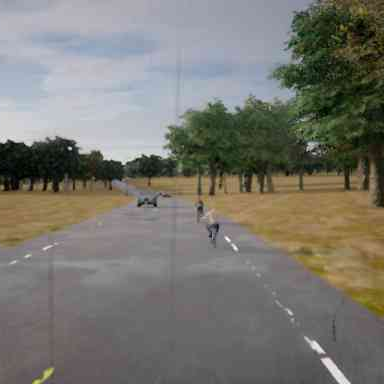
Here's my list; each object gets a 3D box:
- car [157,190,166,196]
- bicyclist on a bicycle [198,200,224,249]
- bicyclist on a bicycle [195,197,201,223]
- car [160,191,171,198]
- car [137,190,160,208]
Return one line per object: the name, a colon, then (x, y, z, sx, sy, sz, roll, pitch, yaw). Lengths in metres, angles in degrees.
car: (-8.394, 0.359, 90.935, 1.882, 1.535, 5.008, 0, 1, -11)
bicyclist on a bicycle: (0.797, 1.251, 12.574, 0.866, 1.612, 1.509, 0, 0, -2)
bicyclist on a bicycle: (0.494, 1.155, 21.049, 0.582, 1.620, 1.656, 0, 0, -3)
car: (-6.156, 0.658, 77.942, 1.895, 1.301, 4.718, 0, 1, -9)
car: (-5.131, 0.738, 38.658, 2.150, 2.045, 5.566, 0, 1, -4)
